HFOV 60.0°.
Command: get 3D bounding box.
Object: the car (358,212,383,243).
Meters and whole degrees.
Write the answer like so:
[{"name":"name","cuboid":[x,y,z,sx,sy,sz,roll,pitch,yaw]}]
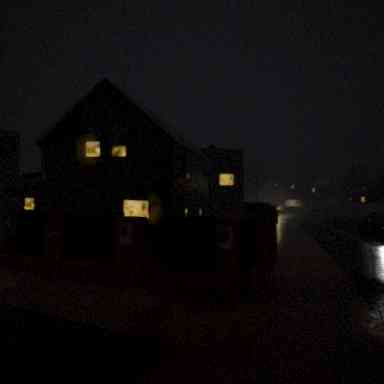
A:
[{"name":"car","cuboid":[10.182,1.779,17.472,1.812,1.442,4.674,1,0,12]}]
